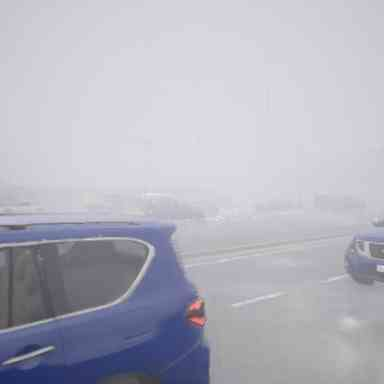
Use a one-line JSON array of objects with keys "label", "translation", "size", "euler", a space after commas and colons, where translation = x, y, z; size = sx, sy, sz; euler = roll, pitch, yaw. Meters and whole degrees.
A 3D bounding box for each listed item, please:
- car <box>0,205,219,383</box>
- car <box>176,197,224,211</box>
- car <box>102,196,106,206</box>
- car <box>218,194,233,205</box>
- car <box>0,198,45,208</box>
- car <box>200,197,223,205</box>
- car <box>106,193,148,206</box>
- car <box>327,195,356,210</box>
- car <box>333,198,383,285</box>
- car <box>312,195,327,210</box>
[{"label": "car", "translation": [-2.420, 1.230, 2.258], "size": [5.566, 2.045, 2.150], "euler": [0, 0, -36]}, {"label": "car", "translation": [0.789, 1.490, 33.029], "size": [3.806, 1.475, 1.970], "euler": [0, 0, -36]}, {"label": "car", "translation": [-10.731, 1.503, 49.125], "size": [3.905, 1.438, 1.784], "euler": [0, 0, -36]}, {"label": "car", "translation": [5.148, 1.318, 56.926], "size": [3.866, 1.878, 1.905], "euler": [0, 0, -36]}, {"label": "car", "translation": [-14.854, 1.477, 28.950], "size": [3.806, 1.475, 1.970], "euler": [0, 0, -36]}, {"label": "car", "translation": [3.475, 1.564, 59.288], "size": [3.806, 1.475, 1.970], "euler": [0, 0, -36]}, {"label": "car", "translation": [-9.101, 1.286, 46.730], "size": [4.605, 1.855, 1.932], "euler": [0, 0, -36]}, {"label": "car", "translation": [18.215, 1.264, 38.587], "size": [4.605, 1.855, 1.932], "euler": [0, 0, -36]}, {"label": "car", "translation": [6.223, 1.247, 8.468], "size": [5.566, 2.045, 2.150], "euler": [0, 0, -35]}, {"label": "car", "translation": [16.578, 1.274, 40.975], "size": [3.866, 1.878, 1.905], "euler": [0, 0, -36]}]
